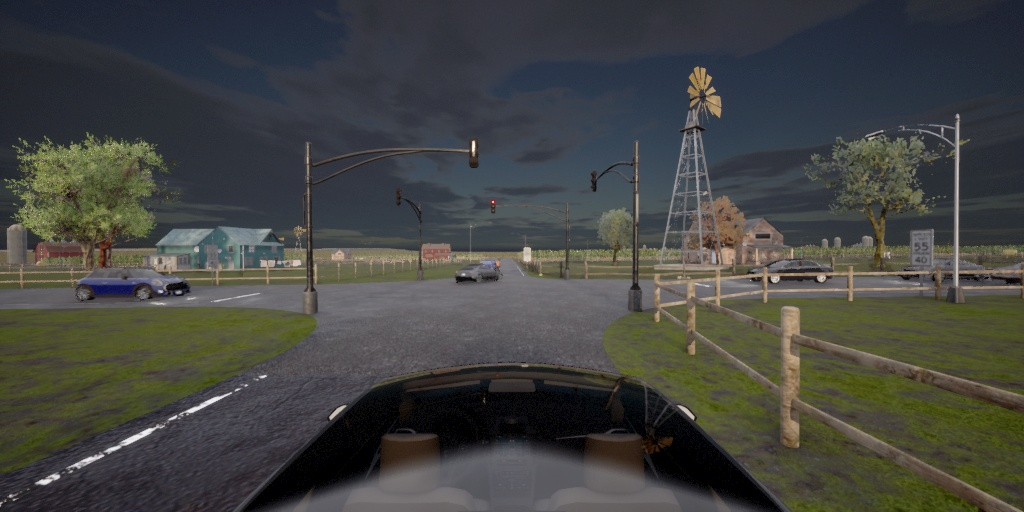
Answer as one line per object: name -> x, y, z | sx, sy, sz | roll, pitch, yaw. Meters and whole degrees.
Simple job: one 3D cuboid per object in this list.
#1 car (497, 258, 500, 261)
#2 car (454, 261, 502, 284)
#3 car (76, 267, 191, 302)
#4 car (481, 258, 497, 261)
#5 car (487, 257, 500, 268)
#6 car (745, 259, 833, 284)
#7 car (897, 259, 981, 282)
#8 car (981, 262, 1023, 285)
car -> -3.123, 1.293, 51.886 | 2.033, 1.411, 5.357 | 0, 0, -1
car -> -2.450, 1.294, 27.055 | 1.994, 1.385, 4.181 | 0, -1, 30
car -> -20.026, 1.384, 19.100 | 4.553, 1.767, 2.097 | -1, 1, 0
car -> -3.051, 1.222, 41.982 | 1.882, 1.535, 5.008 | 0, 0, -1
car -> -3.170, 1.099, 61.920 | 2.097, 1.767, 4.553 | 0, 0, 0
car -> 17.684, 0.957, 22.984 | 4.892, 1.490, 1.837 | -1, 1, 0
car -> 27.542, 0.885, 23.028 | 4.181, 1.385, 1.994 | -1, 1, 0
car -> 29.443, 0.913, 19.340 | 5.357, 1.411, 2.033 | -1, 1, 0
